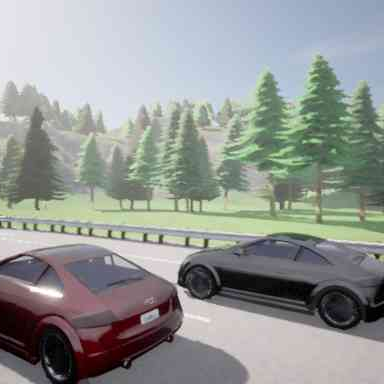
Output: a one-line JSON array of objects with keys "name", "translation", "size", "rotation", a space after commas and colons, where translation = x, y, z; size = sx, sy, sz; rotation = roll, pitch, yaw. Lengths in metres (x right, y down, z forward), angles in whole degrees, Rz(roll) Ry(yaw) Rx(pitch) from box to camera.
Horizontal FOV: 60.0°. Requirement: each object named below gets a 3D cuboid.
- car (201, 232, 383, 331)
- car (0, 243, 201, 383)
[{"name": "car", "translation": [1.742, 1.551, 6.923], "size": [4.181, 1.385, 1.994], "rotation": [0, 0, 35]}, {"name": "car", "translation": [-2.200, 1.558, 5.366], "size": [4.181, 1.385, 1.994], "rotation": [0, 0, 34]}]
